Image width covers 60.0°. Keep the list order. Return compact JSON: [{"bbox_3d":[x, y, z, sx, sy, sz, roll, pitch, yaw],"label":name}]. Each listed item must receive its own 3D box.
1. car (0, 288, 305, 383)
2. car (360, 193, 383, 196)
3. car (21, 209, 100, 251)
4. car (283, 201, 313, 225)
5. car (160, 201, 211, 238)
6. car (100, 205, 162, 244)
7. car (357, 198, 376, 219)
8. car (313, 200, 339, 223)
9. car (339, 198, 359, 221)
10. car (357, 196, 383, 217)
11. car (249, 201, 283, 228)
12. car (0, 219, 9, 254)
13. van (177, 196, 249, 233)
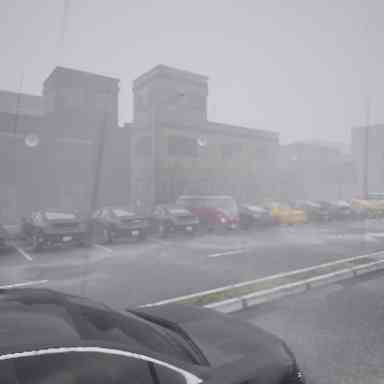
[{"bbox_3d":[-1.225,1.502,2.259,4.892,1.490,1.837,0,0,-35],"label":"car"},{"bbox_3d":[16.399,1.098,30.334,2.435,2.045,5.566,0,0,-36],"label":"car"},{"bbox_3d":[-6.013,1.467,14.280,2.231,1.521,4.892,0,0,-36],"label":"car"},{"bbox_3d":[5.093,1.391,22.449,1.946,1.575,5.366,0,0,-36],"label":"car"},{"bbox_3d":[-1.527,1.435,17.485,2.231,1.521,4.892,0,0,-36],"label":"car"},{"bbox_3d":[-3.770,1.451,15.883,2.231,1.521,4.892,0,0,-36],"label":"car"},{"bbox_3d":[11.928,1.404,27.108,2.002,1.452,4.674,0,0,-36],"label":"car"},{"bbox_3d":[7.446,1.384,23.895,2.231,1.521,4.892,0,0,-36],"label":"car"},{"bbox_3d":[9.670,1.402,25.528,2.163,1.488,4.792,0,0,-36],"label":"car"},{"bbox_3d":[14.171,1.356,28.714,2.097,1.535,5.008,0,0,-36],"label":"car"},{"bbox_3d":[2.958,1.446,20.693,2.002,1.452,4.674,0,0,-36],"label":"car"},{"bbox_3d":[-8.257,1.485,12.677,2.231,1.521,4.892,0,0,-36],"label":"car"},{"bbox_3d":[0.881,1.193,19.068,1.878,1.987,4.442,0,0,-36],"label":"van"}]
